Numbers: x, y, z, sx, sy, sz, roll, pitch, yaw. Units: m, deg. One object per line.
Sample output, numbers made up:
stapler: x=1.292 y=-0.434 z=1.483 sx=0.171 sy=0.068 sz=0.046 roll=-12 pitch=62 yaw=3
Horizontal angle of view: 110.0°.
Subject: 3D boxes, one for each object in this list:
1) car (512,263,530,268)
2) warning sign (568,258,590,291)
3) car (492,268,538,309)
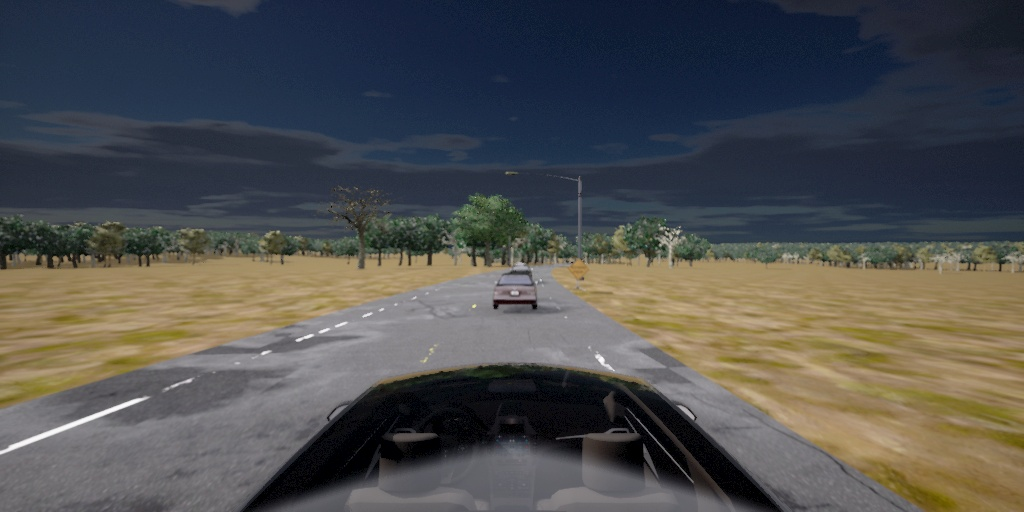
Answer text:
car: x=0.800 y=1.511 z=31.190 sx=1.882 sy=1.535 sz=5.008 roll=-1 pitch=0 yaw=3
warning sign: x=3.886 y=1.065 z=21.217 sx=1.300 sy=1.860 sz=1.060 roll=0 pitch=0 yaw=2
car: x=0.163 y=1.435 z=15.759 sx=2.033 sy=1.411 sz=5.357 roll=0 pitch=-1 yaw=2
